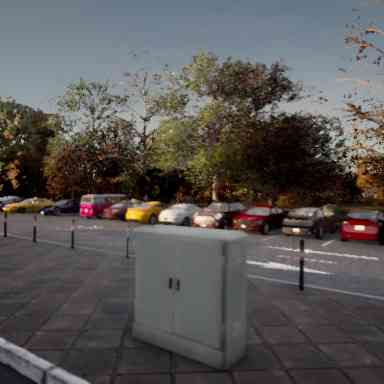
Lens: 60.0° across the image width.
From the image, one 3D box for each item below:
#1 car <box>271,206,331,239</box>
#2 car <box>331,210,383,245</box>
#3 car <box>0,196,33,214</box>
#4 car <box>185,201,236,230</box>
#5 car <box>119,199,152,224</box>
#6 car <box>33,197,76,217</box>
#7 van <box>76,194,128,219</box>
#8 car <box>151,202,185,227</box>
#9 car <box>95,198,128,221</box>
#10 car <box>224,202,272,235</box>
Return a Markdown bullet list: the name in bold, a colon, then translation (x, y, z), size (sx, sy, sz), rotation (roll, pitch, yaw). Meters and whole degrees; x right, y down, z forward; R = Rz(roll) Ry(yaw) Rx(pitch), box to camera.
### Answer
- **car**: translation (6.450, 1.578, 18.125), size (2.231, 1.521, 4.892), rotation (1, 0, 35)
- **car**: translation (8.731, 1.632, 16.547), size (2.163, 1.488, 4.792), rotation (1, 0, 35)
- **car**: translation (-16.276, 1.328, 34.060), size (1.946, 1.575, 5.366), rotation (1, 0, 35)
- **car**: translation (1.949, 1.400, 21.371), size (2.185, 1.767, 4.553), rotation (1, 0, 35)
- **car**: translation (-2.598, 1.476, 24.558), size (2.097, 1.535, 5.008), rotation (1, 0, 35)
- **car**: translation (-11.660, 1.409, 30.971), size (2.163, 1.488, 4.792), rotation (1, 0, 35)
- **van**: translation (-7.051, 1.201, 27.873), size (1.878, 1.987, 4.442), rotation (1, 0, 35)
- **car**: translation (-0.334, 1.541, 22.953), size (2.002, 1.452, 4.674), rotation (1, 0, 35)
- **car**: translation (-4.860, 1.492, 26.169), size (2.002, 1.452, 4.674), rotation (1, 0, 35)
- **car**: translation (4.195, 1.551, 19.743), size (2.097, 1.535, 5.008), rotation (1, 0, 35)
